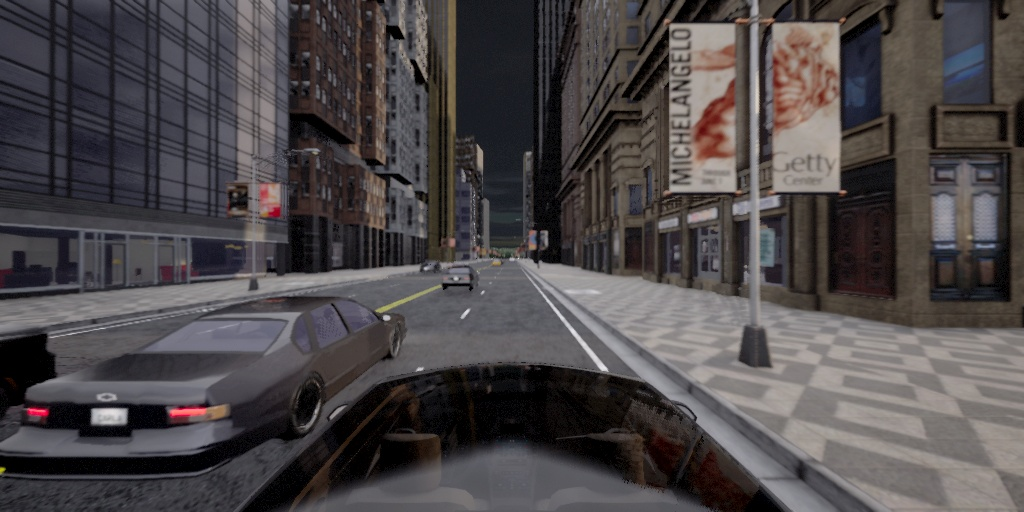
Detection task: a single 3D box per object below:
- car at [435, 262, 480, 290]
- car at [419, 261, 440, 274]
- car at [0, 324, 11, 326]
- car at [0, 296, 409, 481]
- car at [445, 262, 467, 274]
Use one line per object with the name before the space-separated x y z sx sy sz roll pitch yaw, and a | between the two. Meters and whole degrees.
car | -3.147 1.331 22.596 2.033 1.411 5.357 0 0 0
car | -9.827 1.316 43.486 2.128 1.511 4.902 0 0 0
car | -6.601 1.229 2.269 1.882 1.535 5.008 0 0 0
car | -3.149 1.303 5.314 2.033 1.411 5.357 0 0 0
car | -6.583 1.424 42.797 1.895 1.301 4.718 0 0 0
